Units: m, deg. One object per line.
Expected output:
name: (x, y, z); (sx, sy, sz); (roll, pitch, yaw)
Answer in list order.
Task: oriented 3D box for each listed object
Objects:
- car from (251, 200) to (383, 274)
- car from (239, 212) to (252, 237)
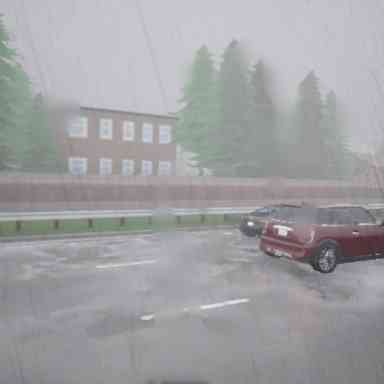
car: (4.304, 1.097, 9.761); (4.553, 1.767, 2.097); (0, 2, -27)
car: (4.024, 1.181, 13.546); (4.181, 1.385, 1.994); (0, 2, -27)
